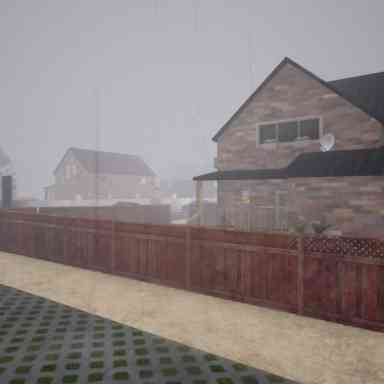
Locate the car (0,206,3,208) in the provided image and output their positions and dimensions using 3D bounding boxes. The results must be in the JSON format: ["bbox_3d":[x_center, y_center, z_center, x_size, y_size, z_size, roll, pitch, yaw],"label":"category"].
[{"bbox_3d":[-13.239,1.622,21.756,2.033,1.411,5.357,0,0,37],"label":"car"}]

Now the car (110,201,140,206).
[{"bbox_3d":[-6.547,1.649,31.113,1.837,1.490,4.892,0,0,35],"label":"car"}]

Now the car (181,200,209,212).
[{"bbox_3d":[0.609,1.701,41.175,1.882,1.535,5.008,0,0,35],"label":"car"}]
